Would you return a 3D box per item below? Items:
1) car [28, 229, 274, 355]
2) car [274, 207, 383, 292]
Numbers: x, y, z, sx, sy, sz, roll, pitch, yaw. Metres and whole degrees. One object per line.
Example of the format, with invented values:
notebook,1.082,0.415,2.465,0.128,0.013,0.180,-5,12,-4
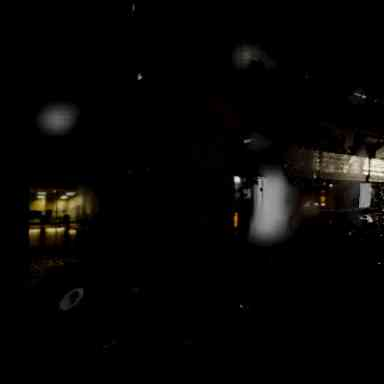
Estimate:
car,-0.701,1.469,6.060,4.097,1.590,1.967,1,0,-36
car,3.885,1.391,9.339,5.009,1.841,2.192,1,0,-36
